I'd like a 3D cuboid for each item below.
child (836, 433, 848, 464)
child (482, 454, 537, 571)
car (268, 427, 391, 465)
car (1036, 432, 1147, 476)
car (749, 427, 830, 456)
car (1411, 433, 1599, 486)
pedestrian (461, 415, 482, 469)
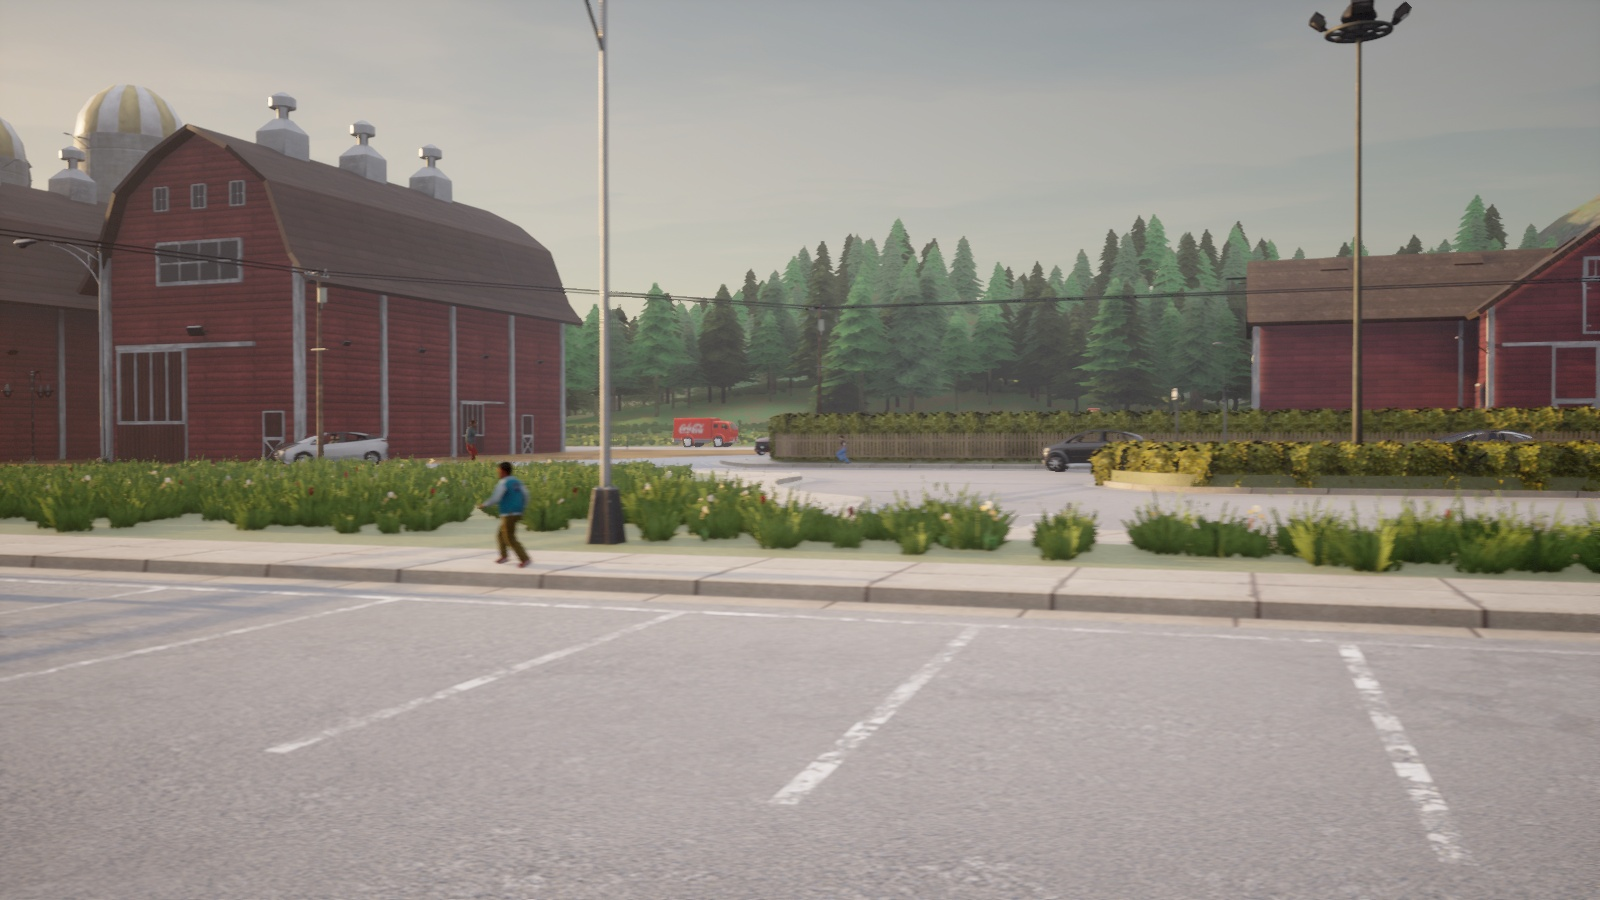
[{"bbox_3d":[1.756,-0.065,52.073,0.437,1.263,0.270,0,1,13],"label":"child"},{"bbox_3d":[-3.024,0.641,13.072,0.448,1.192,0.343,1,1,18],"label":"child"},{"bbox_3d":[-19.843,-0.207,53.034,4.514,1.525,2.007,-1,1,-36],"label":"car"},{"bbox_3d":[10.565,0.117,45.473,3.705,1.549,1.789,1,1,19],"label":"car"},{"bbox_3d":[-0.552,-0.490,71.177,1.882,1.535,5.008,1,2,38],"label":"car"},{"bbox_3d":[21.340,0.254,37.989,4.902,1.511,2.128,1,1,19],"label":"car"},{"bbox_3d":[-11.272,-0.269,43.117,0.614,1.847,0.353,0,1,13],"label":"pedestrian"}]
